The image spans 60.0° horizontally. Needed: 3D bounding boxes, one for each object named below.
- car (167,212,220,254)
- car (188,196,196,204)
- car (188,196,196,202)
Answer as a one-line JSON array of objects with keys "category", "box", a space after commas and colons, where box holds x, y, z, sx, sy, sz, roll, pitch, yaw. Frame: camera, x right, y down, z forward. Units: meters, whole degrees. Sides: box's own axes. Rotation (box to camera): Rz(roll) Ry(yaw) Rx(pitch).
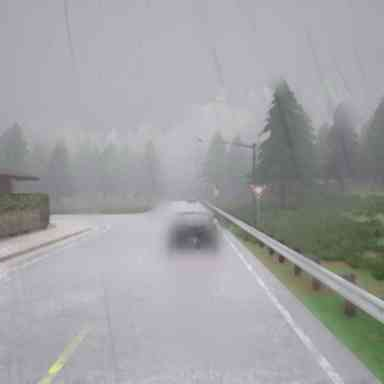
[{"category": "car", "box": [0.063, 1.541, 13.756, 1.882, 1.535, 5.008, 0, 0, 0]}, {"category": "car", "box": [-0.009, 1.933, 74.363, 1.895, 1.301, 4.718, 0, 0, 0]}, {"category": "car", "box": [-0.010, 1.714, 84.327, 1.837, 1.490, 4.892, 0, 0, 0]}]
